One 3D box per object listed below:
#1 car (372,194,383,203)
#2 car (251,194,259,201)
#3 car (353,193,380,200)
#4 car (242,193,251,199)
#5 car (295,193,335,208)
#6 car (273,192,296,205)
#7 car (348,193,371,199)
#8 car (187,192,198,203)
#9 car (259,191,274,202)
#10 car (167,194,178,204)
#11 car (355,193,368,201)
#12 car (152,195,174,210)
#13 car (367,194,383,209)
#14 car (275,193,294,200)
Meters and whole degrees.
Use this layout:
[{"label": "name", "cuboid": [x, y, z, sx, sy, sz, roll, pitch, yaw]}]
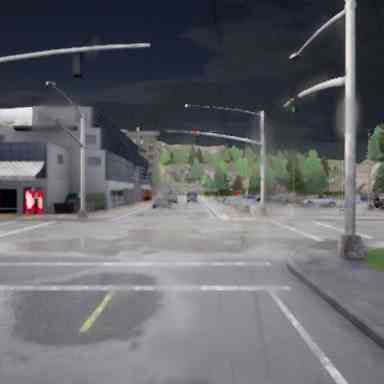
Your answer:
[{"label": "car", "cuboid": [32.273, 1.045, 54.438, 4.514, 1.523, 2.007, 0, 0, 0]}, {"label": "car", "cuboid": [13.766, 0.812, 60.821, 4.605, 1.855, 1.932, 0, 0, 0]}, {"label": "car", "cuboid": [39.992, 0.970, 76.275, 5.027, 1.636, 2.152, 0, 0, 0]}, {"label": "car", "cuboid": [13.906, 0.997, 79.406, 3.633, 1.501, 1.845, 0, 0, 0]}, {"label": "car", "cuboid": [14.499, 1.056, 38.705, 3.806, 1.475, 1.970, 0, 0, 0]}, {"label": "car", "cuboid": [14.176, 0.946, 45.122, 5.027, 1.636, 2.152, 0, 0, 0]}, {"label": "car", "cuboid": [39.940, 0.963, 79.412, 4.514, 1.523, 2.007, 0, 0, 0]}, {"label": "car", "cuboid": [0.016, 1.240, 62.251, 2.033, 1.411, 5.357, 0, 0, 0]}, {"label": "car", "cuboid": [14.178, 0.806, 57.916, 3.866, 1.878, 1.905, 0, 0, 0]}, {"label": "car", "cuboid": [-3.544, 1.073, 56.335, 2.097, 1.767, 4.553, 0, 0, 0]}, {"label": "car", "cuboid": [32.316, 1.017, 64.430, 3.633, 1.501, 1.845, 0, 0, 0]}, {"label": "car", "cuboid": [-3.579, 1.366, 39.984, 1.994, 1.385, 4.181, 0, 0, 0]}, {"label": "car", "cuboid": [21.547, 1.140, 35.041, 4.514, 1.523, 2.007, 0, 0, 0]}, {"label": "car", "cuboid": [21.326, 1.022, 76.425, 3.806, 1.475, 1.970, 0, 0, 0]}]
